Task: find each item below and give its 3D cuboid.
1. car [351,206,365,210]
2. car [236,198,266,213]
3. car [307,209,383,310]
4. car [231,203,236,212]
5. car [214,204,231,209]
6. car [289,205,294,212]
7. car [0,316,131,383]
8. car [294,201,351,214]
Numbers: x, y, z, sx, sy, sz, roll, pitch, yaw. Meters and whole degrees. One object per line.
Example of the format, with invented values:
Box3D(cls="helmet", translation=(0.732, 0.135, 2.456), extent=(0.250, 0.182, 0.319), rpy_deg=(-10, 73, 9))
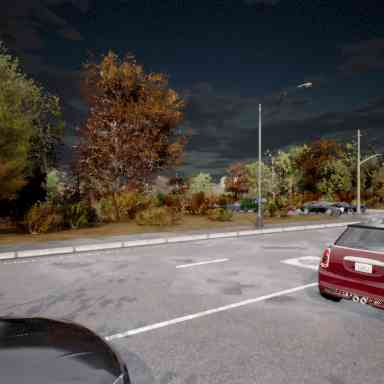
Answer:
Box3D(cls="car", translation=(17.093, 1.826, 37.790), extent=(1.895, 1.301, 4.718), rpy_deg=(0, -1, -32))
Box3D(cls="car", translation=(8.823, 1.767, 44.433), extent=(2.150, 2.045, 5.566), rpy_deg=(0, -3, -32))
Box3D(cls="car", translation=(4.773, 1.362, 7.098), extent=(4.553, 1.767, 2.097), rpy_deg=(0, 0, -35))
Box3D(cls="car", translation=(6.896, 2.563, 54.135), extent=(2.033, 1.411, 5.357), rpy_deg=(0, -3, -32))
Box3D(cls="car", translation=(3.626, 2.635, 52.773), extent=(1.895, 1.301, 4.718), rpy_deg=(0, -3, -32))
Box3D(cls="car", translation=(12.107, 2.009, 45.779), extent=(1.882, 1.535, 5.008), rpy_deg=(0, -3, -32))
Box3D(cls="car", translation=(-2.718, 1.492, 1.814), extent=(4.902, 1.511, 2.128), rpy_deg=(0, 0, -35))
Box3D(cls="car", translation=(14.052, 1.708, 36.044), extent=(2.128, 1.511, 4.902), rpy_deg=(0, -1, -32))
